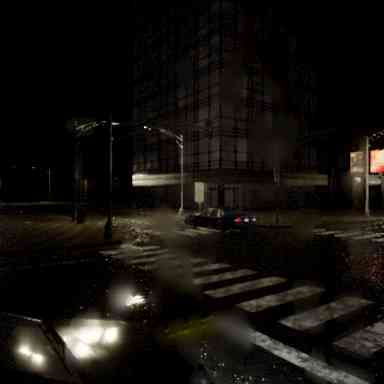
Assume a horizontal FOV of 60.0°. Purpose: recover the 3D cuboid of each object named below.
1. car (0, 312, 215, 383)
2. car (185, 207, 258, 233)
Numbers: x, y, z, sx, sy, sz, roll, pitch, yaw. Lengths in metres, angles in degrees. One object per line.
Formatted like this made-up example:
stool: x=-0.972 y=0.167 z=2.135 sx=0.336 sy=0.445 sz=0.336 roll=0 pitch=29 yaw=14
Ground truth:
car: x=-1.764 y=1.562 z=2.181 sx=4.181 sy=1.385 sz=1.994 roll=0 pitch=0 yaw=-36
car: x=1.652 y=1.637 z=20.639 sx=2.033 sy=1.411 sz=5.357 roll=0 pitch=0 yaw=-34
